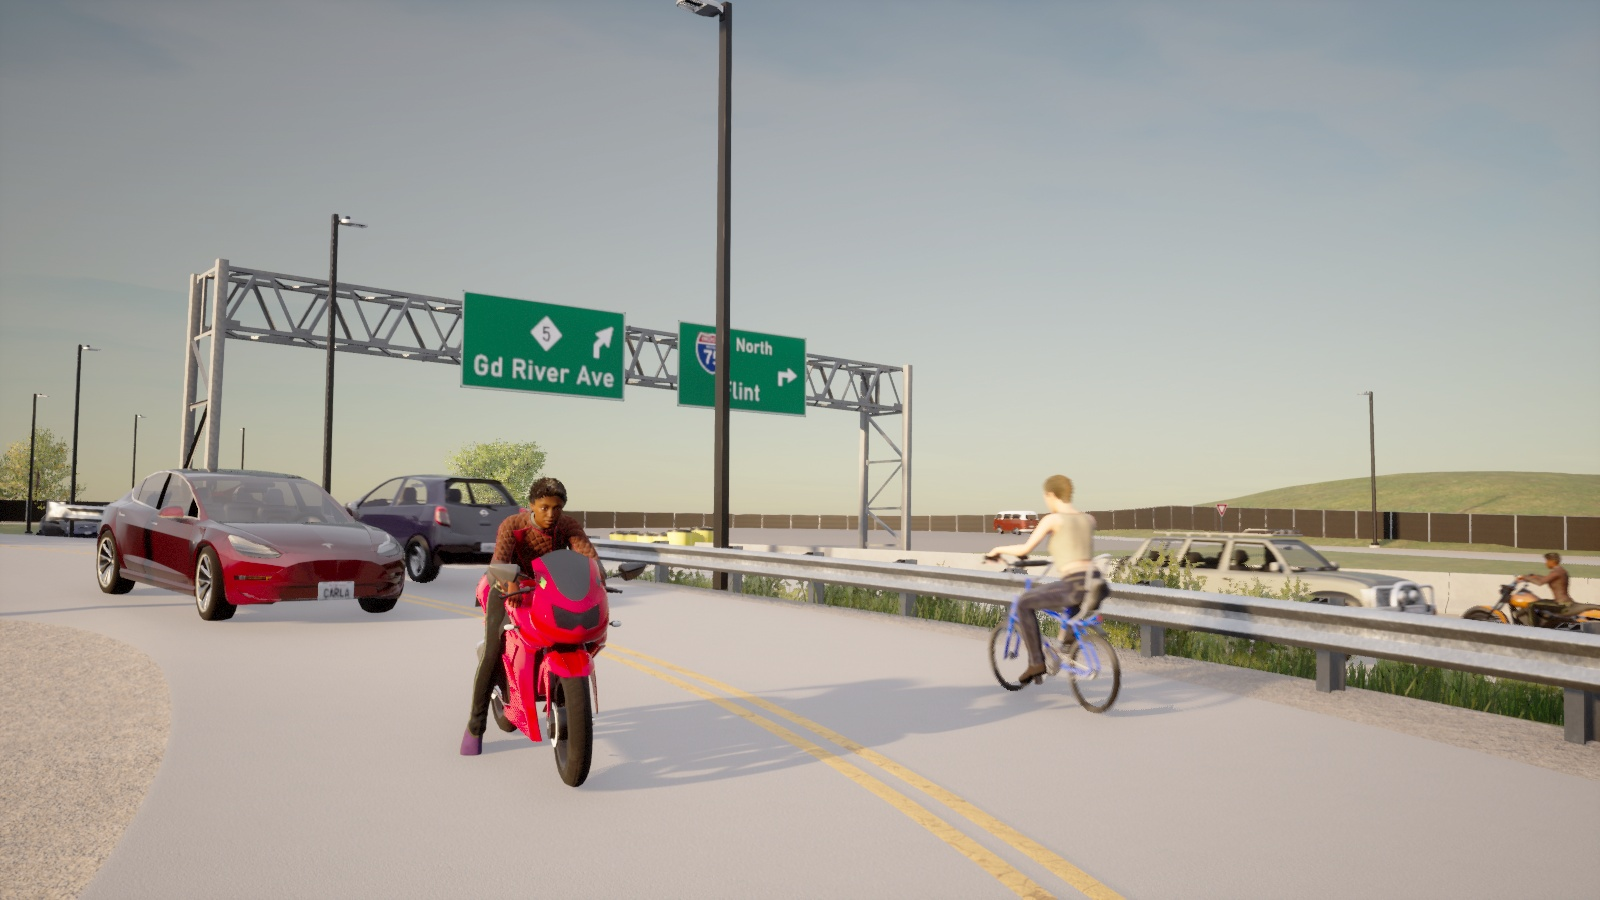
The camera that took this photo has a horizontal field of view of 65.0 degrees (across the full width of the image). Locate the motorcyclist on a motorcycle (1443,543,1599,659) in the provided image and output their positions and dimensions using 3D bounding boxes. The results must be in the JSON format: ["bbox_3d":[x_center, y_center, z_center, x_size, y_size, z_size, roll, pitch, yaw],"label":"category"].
[{"bbox_3d":[11.372,2.291,19.485,0.766,1.649,2.350,3,-4,-40],"label":"motorcyclist on a motorcycle"}]

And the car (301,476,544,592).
[{"bbox_3d":[-5.659,1.185,18.657,3.633,1.501,1.845,0,-3,44],"label":"car"}]

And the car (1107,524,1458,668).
[{"bbox_3d":[7.157,2.083,19.071,1.932,1.855,4.605,3,-4,-40],"label":"car"}]

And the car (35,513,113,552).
[{"bbox_3d":[-34.385,3.894,59.451,3.988,1.617,1.851,-3,0,39],"label":"car"}]

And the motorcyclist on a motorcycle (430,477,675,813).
[{"bbox_3d":[-1.418,0.918,6.837,0.797,1.523,2.044,1,-1,-26],"label":"motorcyclist on a motorcycle"}]

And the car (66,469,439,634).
[{"bbox_3d":[-6.269,1.006,14.076,4.792,1.488,2.163,0,-2,45],"label":"car"}]

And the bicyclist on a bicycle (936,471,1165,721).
[{"bbox_3d":[1.748,0.967,9.005,0.866,1.612,1.509,1,-2,-26],"label":"bicyclist on a bicycle"}]
